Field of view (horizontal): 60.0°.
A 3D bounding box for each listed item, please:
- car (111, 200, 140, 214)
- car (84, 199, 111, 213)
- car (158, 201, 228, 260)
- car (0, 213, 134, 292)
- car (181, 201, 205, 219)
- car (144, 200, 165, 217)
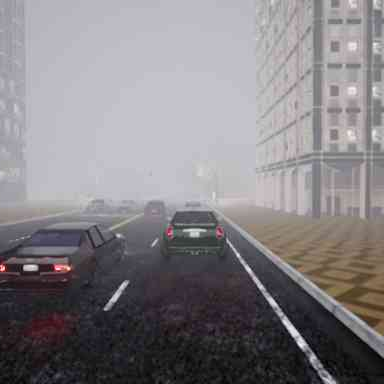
[{"bbox_3d":[-6.601,1.493,34.774,2.033,1.411,5.357,0,0,0],"label":"car"},{"bbox_3d":[-9.847,1.470,35.233,1.812,1.442,4.674,0,0,0],"label":"car"},{"bbox_3d":[0.090,1.334,12.438,2.097,1.767,4.553,0,0,0],"label":"car"},{"bbox_3d":[-3.164,1.535,9.044,2.033,1.411,5.357,0,0,0],"label":"car"},{"bbox_3d":[0.092,1.519,29.360,1.994,1.385,4.181,0,0,0],"label":"car"},{"bbox_3d":[-3.157,1.431,30.300,1.882,1.535,5.008,0,0,0],"label":"car"}]
